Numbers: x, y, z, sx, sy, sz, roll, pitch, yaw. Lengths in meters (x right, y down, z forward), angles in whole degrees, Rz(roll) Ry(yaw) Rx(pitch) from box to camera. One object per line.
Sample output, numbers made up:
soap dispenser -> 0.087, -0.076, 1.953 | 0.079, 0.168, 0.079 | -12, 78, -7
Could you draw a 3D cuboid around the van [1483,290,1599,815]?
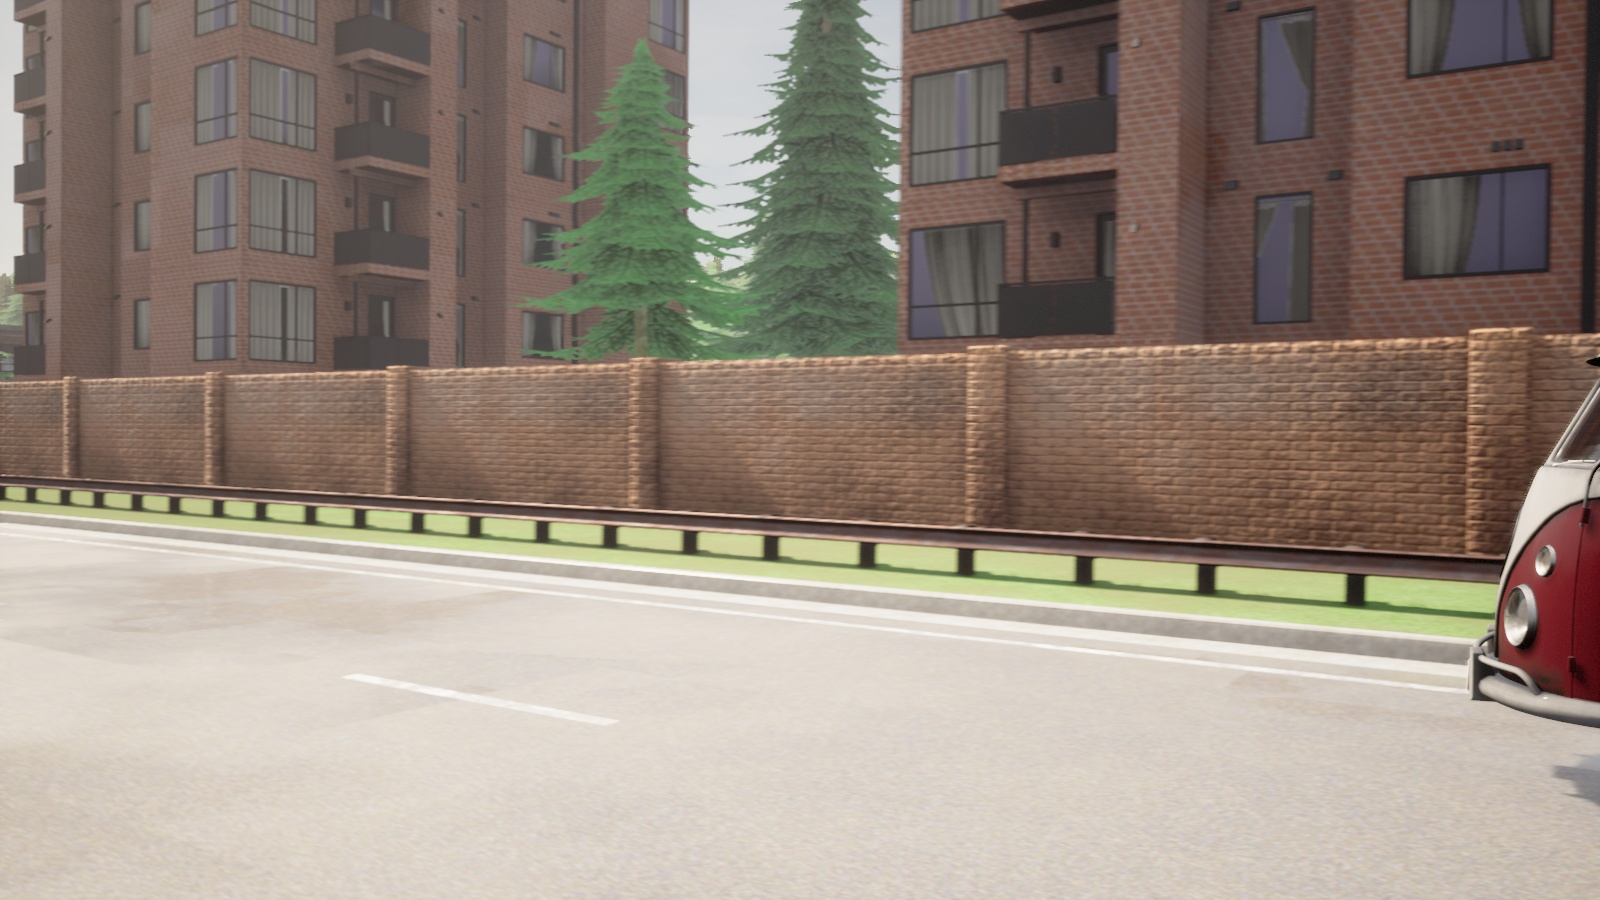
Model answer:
van -> 5.041, 0.377, 4.471 | 4.442, 1.987, 1.775 | 0, 1, 34
